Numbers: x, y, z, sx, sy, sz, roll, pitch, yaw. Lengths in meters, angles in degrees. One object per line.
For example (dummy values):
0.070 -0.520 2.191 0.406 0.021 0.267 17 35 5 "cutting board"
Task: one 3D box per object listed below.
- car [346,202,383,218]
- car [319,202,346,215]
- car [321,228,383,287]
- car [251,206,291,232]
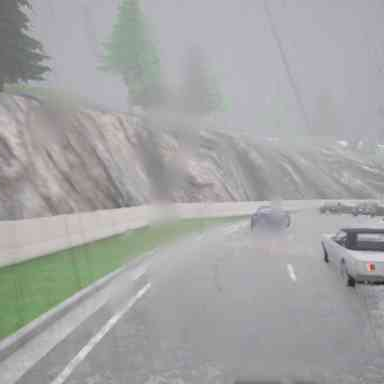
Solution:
17.190 1.687 32.236 2.033 1.411 5.357 0 0 44 "car"
15.521 1.727 35.716 4.718 1.301 1.895 0 0 -45 "car"
4.853 1.640 9.165 1.895 1.301 4.718 0 0 12 "car"
4.934 1.566 20.693 1.812 1.442 4.674 0 0 24 "car"
